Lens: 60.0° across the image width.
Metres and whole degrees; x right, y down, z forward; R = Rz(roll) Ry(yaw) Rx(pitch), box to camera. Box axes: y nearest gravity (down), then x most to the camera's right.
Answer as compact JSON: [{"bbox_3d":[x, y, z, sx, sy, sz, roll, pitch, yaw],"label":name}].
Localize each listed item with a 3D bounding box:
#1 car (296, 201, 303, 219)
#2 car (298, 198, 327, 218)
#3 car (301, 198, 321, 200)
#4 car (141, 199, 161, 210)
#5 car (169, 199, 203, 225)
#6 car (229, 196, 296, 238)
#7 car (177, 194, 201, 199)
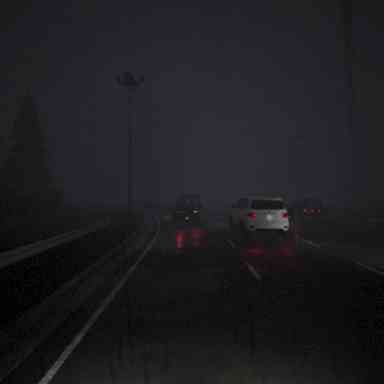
[{"bbox_3d":[6.332,1.545,25.289,1.812,1.442,4.674,0,0,-7],"label":"car"},{"bbox_3d":[9.398,1.570,29.697,2.033,1.411,5.357,0,0,-11],"label":"car"},{"bbox_3d":[11.867,1.378,34.483,2.097,1.767,4.553,0,0,-11],"label":"car"},{"bbox_3d":[-5.563,1.599,44.925,1.994,1.385,4.181,0,0,-21],"label":"car"},{"bbox_3d":[-0.598,1.510,24.224,2.128,1.511,4.902,0,0,-7],"label":"car"},{"bbox_3d":[3.453,1.235,18.037,2.150,2.045,5.566,0,0,-3],"label":"car"},{"bbox_3d":[-0.411,1.253,40.952,2.150,2.045,5.566,1,0,-18],"label":"car"}]
